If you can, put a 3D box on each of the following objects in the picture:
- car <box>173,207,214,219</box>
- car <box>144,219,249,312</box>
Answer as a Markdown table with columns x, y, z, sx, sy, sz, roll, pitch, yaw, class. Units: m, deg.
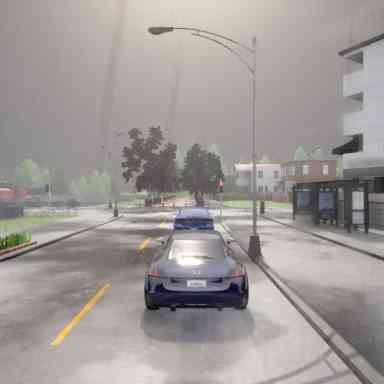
| x | y | z | sx | sy | sz | roll | pitch | yaw | class |
| --- | --- | --- | --- | --- | --- | --- | --- | --- | --- |
| 0.080 | 1.478 | 16.791 | 1.882 | 1.535 | 5.008 | 0 | 0 | 0 | car |
| 0.090 | 1.564 | 7.808 | 1.994 | 1.385 | 4.181 | 0 | 0 | 0 | car |
